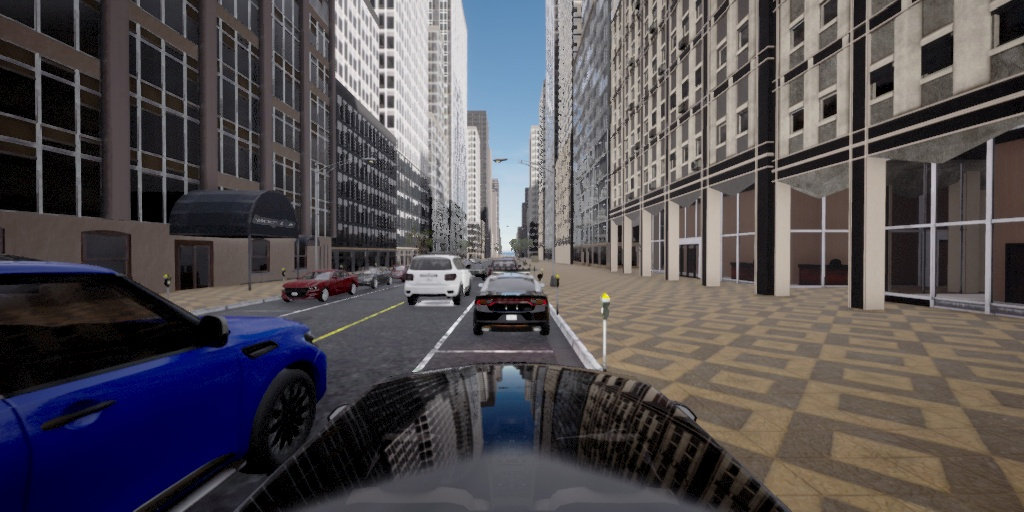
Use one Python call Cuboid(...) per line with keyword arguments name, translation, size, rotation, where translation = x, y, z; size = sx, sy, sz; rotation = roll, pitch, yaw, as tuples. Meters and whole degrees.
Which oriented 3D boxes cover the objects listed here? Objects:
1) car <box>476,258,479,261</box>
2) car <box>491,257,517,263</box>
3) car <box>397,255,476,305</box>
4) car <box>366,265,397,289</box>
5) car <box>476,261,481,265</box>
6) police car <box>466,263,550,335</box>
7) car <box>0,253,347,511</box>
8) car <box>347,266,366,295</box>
Cuboid(name="car", translation=(-6.147, 1.288, 48.980), size=(2.033, 1.411, 5.357), rotation=(0, 0, 0))
Cuboid(name="car", translation=(-0.457, 1.061, 22.523), size=(2.192, 1.841, 5.009), rotation=(0, 0, 0))
Cuboid(name="car", translation=(-3.146, 0.964, 16.244), size=(2.150, 2.045, 5.566), rotation=(0, 0, 0))
Cuboid(name="car", translation=(-8.838, 1.297, 22.523), size=(2.007, 1.370, 4.403), rotation=(0, 0, 0))
Cuboid(name="car", translation=(-3.144, 1.345, 31.337), size=(1.895, 1.301, 4.718), rotation=(0, 0, 0))
Cuboid(name="police car", translation=(-0.012, 1.173, 10.612), size=(1.930, 1.638, 5.238), rotation=(0, 0, 0))
Cuboid(name="car", translation=(-3.146, 0.973, 1.645), size=(2.150, 2.045, 5.566), rotation=(0, 0, 0))
Cuboid(name="car", translation=(-8.837, 1.292, 16.839), size=(1.888, 1.381, 4.507), rotation=(0, 0, 0))
